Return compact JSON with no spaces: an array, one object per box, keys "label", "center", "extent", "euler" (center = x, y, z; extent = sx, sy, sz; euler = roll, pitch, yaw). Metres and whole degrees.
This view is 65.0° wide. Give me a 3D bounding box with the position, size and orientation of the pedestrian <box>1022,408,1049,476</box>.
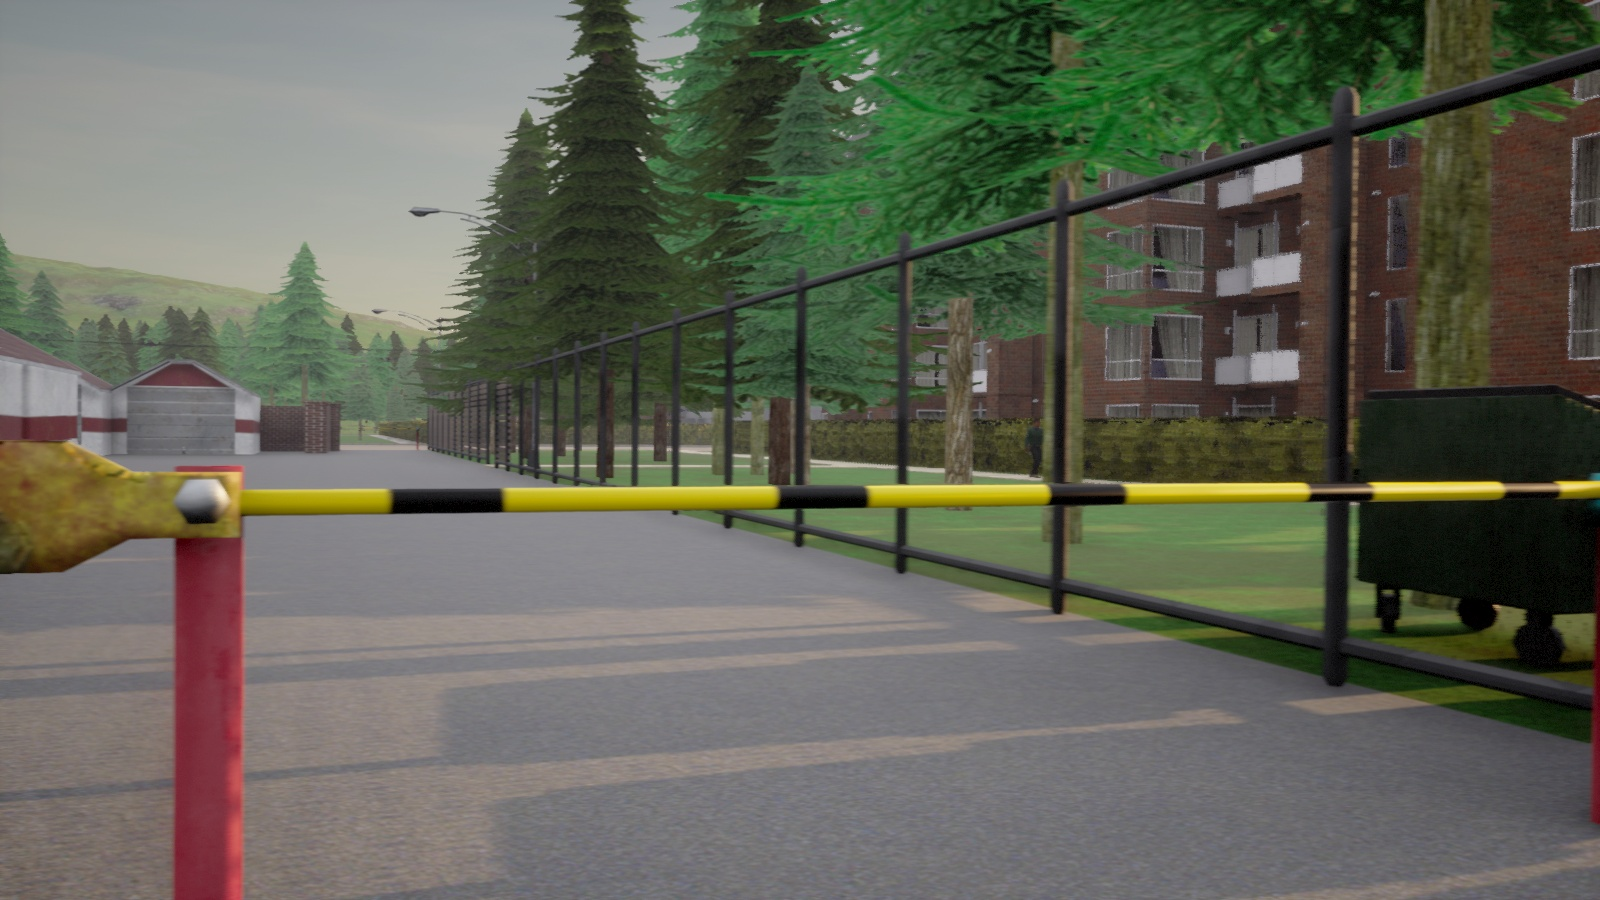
[{"label":"pedestrian","center":[6.890,-0.245,36.722],"extent":[0.423,1.949,0.788],"euler":[-1,1,-21]}]
